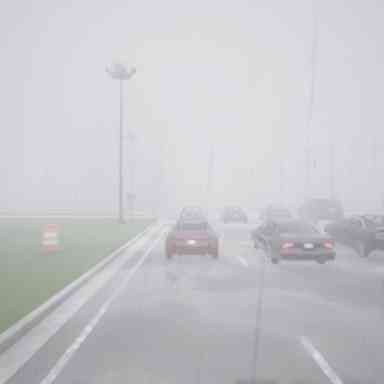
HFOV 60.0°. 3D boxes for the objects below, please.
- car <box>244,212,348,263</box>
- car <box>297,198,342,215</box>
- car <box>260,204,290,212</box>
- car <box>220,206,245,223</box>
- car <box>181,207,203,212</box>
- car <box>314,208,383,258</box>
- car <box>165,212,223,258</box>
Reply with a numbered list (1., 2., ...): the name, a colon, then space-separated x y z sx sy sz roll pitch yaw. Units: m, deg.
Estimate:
1. car: 3.504 1.687 12.491 2.033 1.411 5.357 0 -1 0
2. car: 10.518 1.531 27.556 2.150 2.045 5.566 0 0 1
3. car: 7.011 1.809 28.488 2.128 1.511 4.902 0 0 0
4. car: 3.510 1.879 28.313 1.994 1.385 4.181 0 -1 0
5. car: 0.008 1.915 28.235 1.895 1.301 4.718 0 -1 0
6. car: 7.013 1.644 13.488 2.128 1.511 4.902 0 0 0
7. car: 0.013 1.715 13.479 1.994 1.385 4.181 0 -1 1
